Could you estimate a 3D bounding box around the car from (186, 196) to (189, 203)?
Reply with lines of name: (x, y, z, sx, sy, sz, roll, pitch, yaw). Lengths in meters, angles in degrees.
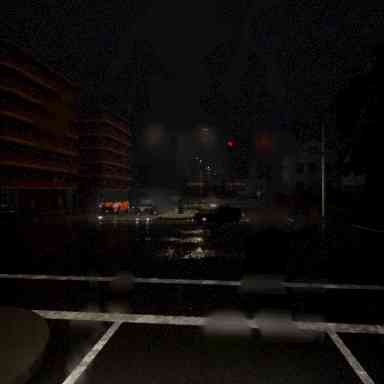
car: (-1.657, 1.505, 63.030, 1.837, 1.490, 4.892, 0, 0, 7)

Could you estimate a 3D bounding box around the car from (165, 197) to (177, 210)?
car: (-3.653, 1.601, 44.081, 1.895, 1.301, 4.718, 0, 0, 6)

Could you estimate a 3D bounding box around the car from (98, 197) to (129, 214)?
car: (-8.120, 1.352, 34.941, 2.097, 1.767, 4.553, 0, 0, 6)

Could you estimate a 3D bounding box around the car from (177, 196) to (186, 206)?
car: (-2.706, 1.491, 53.127, 2.128, 1.511, 4.902, 0, 0, 6)

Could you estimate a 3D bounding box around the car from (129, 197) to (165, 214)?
car: (-4.605, 1.491, 34.871, 2.128, 1.511, 4.902, 0, 0, 6)

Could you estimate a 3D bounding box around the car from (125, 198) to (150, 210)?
car: (-7.139, 1.545, 44.359, 2.033, 1.411, 5.357, 0, 0, 6)

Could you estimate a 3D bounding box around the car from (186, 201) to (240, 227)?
car: (1.883, 1.491, 23.234, 2.128, 1.511, 4.902, 1, 0, 28)

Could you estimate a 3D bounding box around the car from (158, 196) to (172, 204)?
car: (-5.089, 1.564, 63.865, 1.994, 1.385, 4.181, 0, 0, 6)

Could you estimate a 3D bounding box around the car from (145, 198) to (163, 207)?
car: (-6.146, 1.601, 53.890, 1.895, 1.301, 4.718, 0, 0, 6)
